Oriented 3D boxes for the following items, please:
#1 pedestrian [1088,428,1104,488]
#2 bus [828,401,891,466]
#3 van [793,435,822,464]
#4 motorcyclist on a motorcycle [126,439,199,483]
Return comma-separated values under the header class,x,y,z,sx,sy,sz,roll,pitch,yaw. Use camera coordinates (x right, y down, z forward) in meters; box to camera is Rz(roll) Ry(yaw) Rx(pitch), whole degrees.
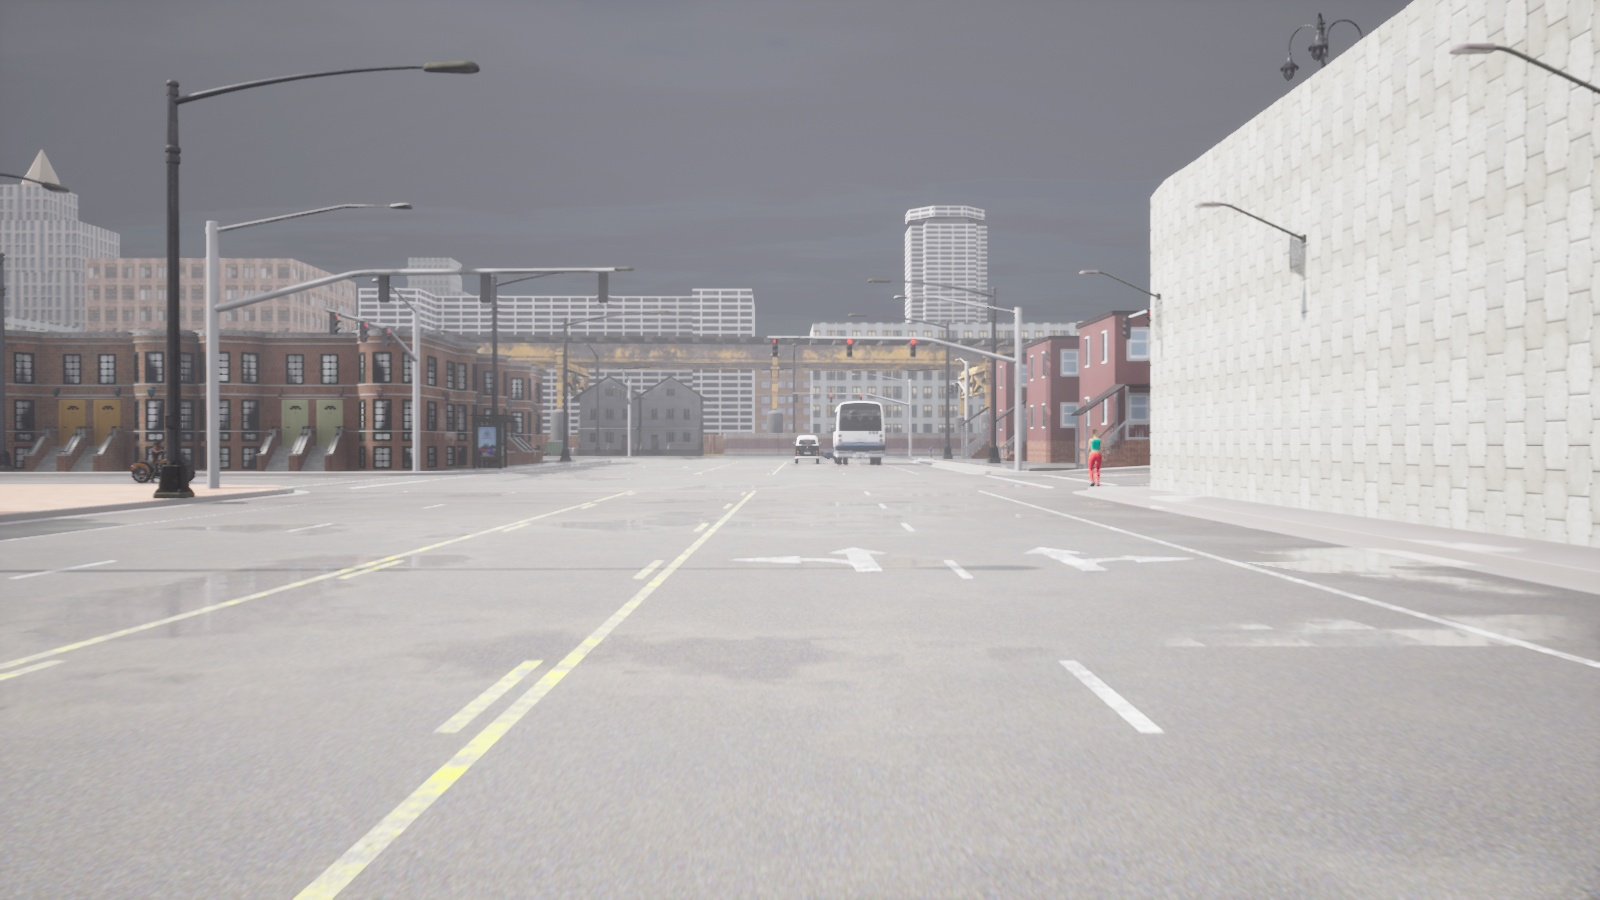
class,x,y,z,sx,sy,sz,roll,pitch,yaw
pedestrian,9.083,0.232,38.560,0.345,1.836,0.594,0,0,1
bus,4.015,-1.121,87.636,3.944,4.253,10.273,0,0,0
van,0.528,-0.037,89.994,2.069,2.038,4.480,0,0,0
motorcyclist on a motorcycle,-23.891,0.412,47.059,2.350,1.649,0.766,0,0,0
